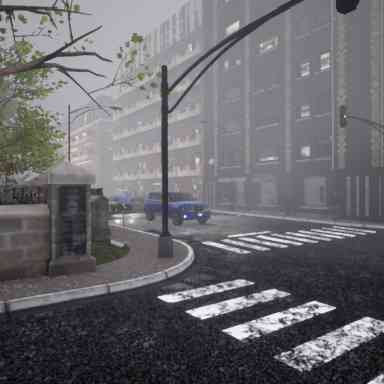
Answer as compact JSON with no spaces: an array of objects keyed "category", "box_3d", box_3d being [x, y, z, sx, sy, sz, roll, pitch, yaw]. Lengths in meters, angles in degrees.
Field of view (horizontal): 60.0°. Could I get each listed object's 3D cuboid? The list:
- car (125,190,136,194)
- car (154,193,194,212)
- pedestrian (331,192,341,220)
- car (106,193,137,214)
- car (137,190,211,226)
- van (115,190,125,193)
[{"category":"car","box_3d":[-5.083,0.727,36.831,2.192,1.841,5.009,1,1,-36]},{"category":"car","box_3d":[-1.821,0.950,32.377,1.967,1.590,4.097,1,1,-36]},{"category":"pedestrian","box_3d":[9.454,0.902,21.945,0.375,1.860,0.375,1,-1,-36]},{"category":"car","box_3d":[-6.803,1.098,29.359,1.994,1.385,4.181,0,1,-36]},{"category":"car","box_3d":[-1.143,0.926,21.630,2.150,2.045,5.566,0,1,-36]},{"category":"van","box_3d":[-8.348,0.655,41.285,1.690,1.788,3.998,1,1,-36]}]
